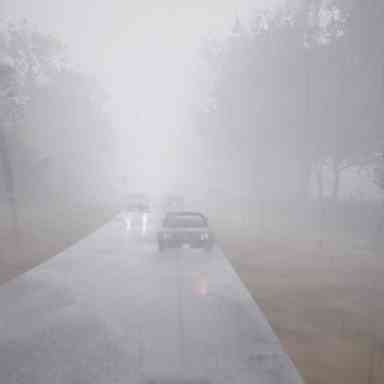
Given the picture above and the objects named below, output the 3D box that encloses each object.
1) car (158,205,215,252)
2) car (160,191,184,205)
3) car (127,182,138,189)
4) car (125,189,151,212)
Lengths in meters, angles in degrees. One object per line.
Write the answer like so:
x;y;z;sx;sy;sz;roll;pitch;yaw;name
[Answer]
-0.297;1.422;13.051;1.895;1.301;4.718;0;2;-3;car
-1.761;0.697;30.092;1.837;1.490;4.892;1;3;-7;car
-12.430;-1.220;69.300;2.097;1.767;4.553;2;2;-15;car
-4.396;0.780;27.514;2.033;1.411;5.357;1;3;-6;car
